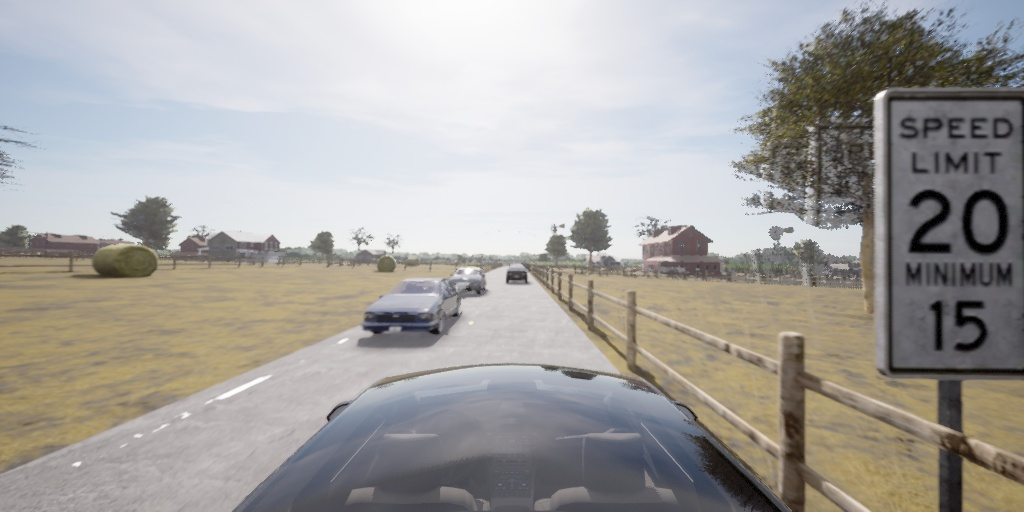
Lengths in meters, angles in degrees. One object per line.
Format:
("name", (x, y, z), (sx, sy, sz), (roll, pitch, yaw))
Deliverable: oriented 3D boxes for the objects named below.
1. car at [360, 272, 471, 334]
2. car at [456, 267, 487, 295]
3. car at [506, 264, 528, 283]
("car", (-2.751, 1.385, 11.214), (2.033, 1.411, 5.357), (0, -1, 1))
("car", (-2.595, 1.452, 21.694), (2.128, 1.511, 4.902), (0, -1, 1))
("car", (0.449, 1.580, 32.280), (1.882, 1.535, 5.008), (0, -1, 1))
